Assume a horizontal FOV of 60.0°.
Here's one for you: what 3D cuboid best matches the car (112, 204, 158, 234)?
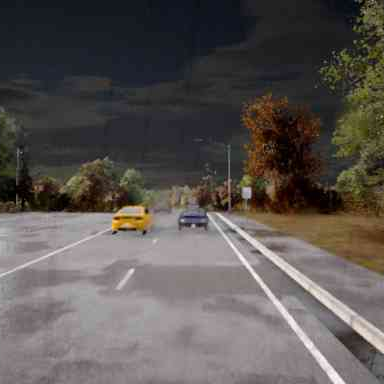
[{"bbox_3d":[-3.423,1.594,20.062,1.882,1.535,5.008,0,0,0],"label":"car"}]

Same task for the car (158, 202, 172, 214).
[{"bbox_3d":[-3.396,1.910,40.236,2.033,1.411,5.357,0,-3,0],"label":"car"}]

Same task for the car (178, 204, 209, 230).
[{"bbox_3d":[0.085,1.728,21.884,1.895,1.301,4.718,0,0,0],"label":"car"}]

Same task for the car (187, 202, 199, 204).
[{"bbox_3d":[0.105,1.996,42.825,2.128,1.511,4.902,0,-4,0],"label":"car"}]
